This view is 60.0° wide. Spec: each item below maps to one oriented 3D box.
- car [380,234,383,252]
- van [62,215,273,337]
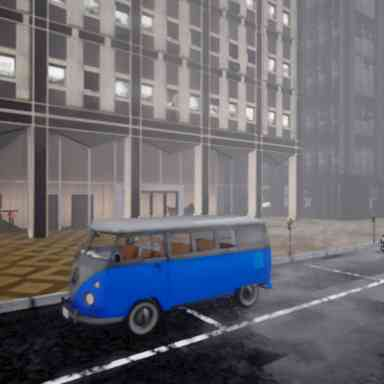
[{"bbox_3d":[9.029,1.685,12.997,4.403,1.369,2.008,1,-1,-35],"label":"car"},{"bbox_3d":[-0.248,1.372,6.388,3.998,1.788,1.690,1,-1,-35],"label":"van"}]
